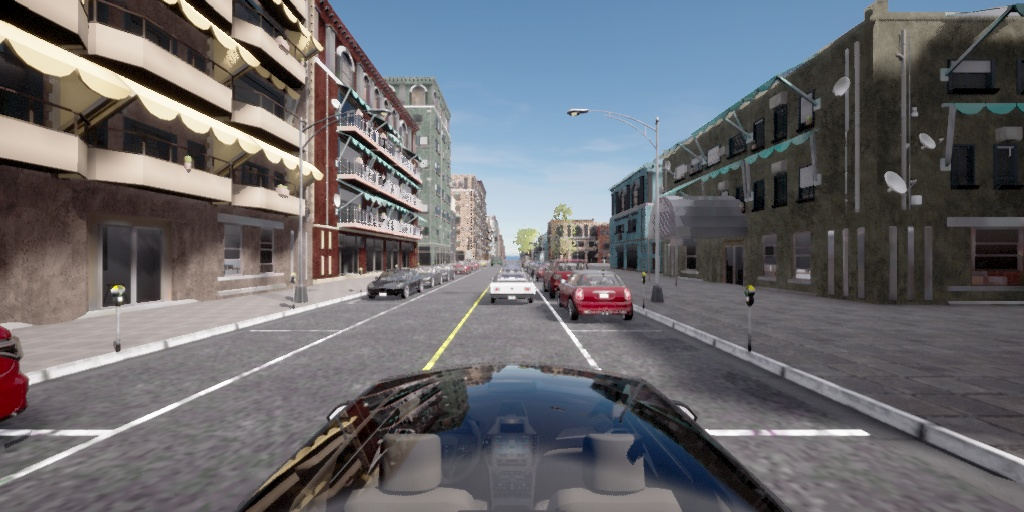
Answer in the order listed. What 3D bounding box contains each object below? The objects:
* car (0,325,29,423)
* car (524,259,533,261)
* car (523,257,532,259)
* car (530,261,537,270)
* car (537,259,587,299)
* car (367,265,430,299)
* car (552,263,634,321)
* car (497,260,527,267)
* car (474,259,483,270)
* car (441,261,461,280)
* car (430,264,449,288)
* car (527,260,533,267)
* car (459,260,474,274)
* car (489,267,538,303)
[{"bbox_3d":[-5.690,1.061,1.348,2.192,1.841,5.009,0,0,0],"label":"car"},{"bbox_3d":[2.690,1.317,40.121,2.007,1.370,4.403,0,0,0],"label":"car"},{"bbox_3d":[2.690,1.315,56.910,1.751,1.417,4.829,0,0,0],"label":"car"},{"bbox_3d":[2.690,1.335,29.043,1.802,1.307,4.207,0,0,0],"label":"car"},{"bbox_3d":[2.691,1.062,17.968,2.192,1.841,5.009,0,0,0],"label":"car"},{"bbox_3d":[-5.690,1.313,17.968,1.948,1.339,4.313,0,0,0],"label":"car"},{"bbox_3d":[2.690,1.187,12.428,1.967,1.591,4.097,0,0,0],"label":"car"},{"bbox_3d":[0.000,1.320,31.501,2.033,1.411,5.357,0,0,0],"label":"car"},{"bbox_3d":[-5.690,1.222,51.200,1.967,1.591,4.097,0,0,0],"label":"car"},{"bbox_3d":[-5.690,1.303,29.044,2.007,1.370,4.403,0,0,0],"label":"car"},{"bbox_3d":[-5.690,1.300,23.506,2.007,1.370,4.403,0,0,0],"label":"car"},{"bbox_3d":[2.690,1.325,34.583,1.948,1.339,4.313,0,0,0],"label":"car"},{"bbox_3d":[-5.691,1.206,40.121,1.967,1.591,4.097,0,0,0],"label":"car"},{"bbox_3d":[0.000,1.365,16.531,1.895,1.301,4.718,0,0,0],"label":"car"}]
